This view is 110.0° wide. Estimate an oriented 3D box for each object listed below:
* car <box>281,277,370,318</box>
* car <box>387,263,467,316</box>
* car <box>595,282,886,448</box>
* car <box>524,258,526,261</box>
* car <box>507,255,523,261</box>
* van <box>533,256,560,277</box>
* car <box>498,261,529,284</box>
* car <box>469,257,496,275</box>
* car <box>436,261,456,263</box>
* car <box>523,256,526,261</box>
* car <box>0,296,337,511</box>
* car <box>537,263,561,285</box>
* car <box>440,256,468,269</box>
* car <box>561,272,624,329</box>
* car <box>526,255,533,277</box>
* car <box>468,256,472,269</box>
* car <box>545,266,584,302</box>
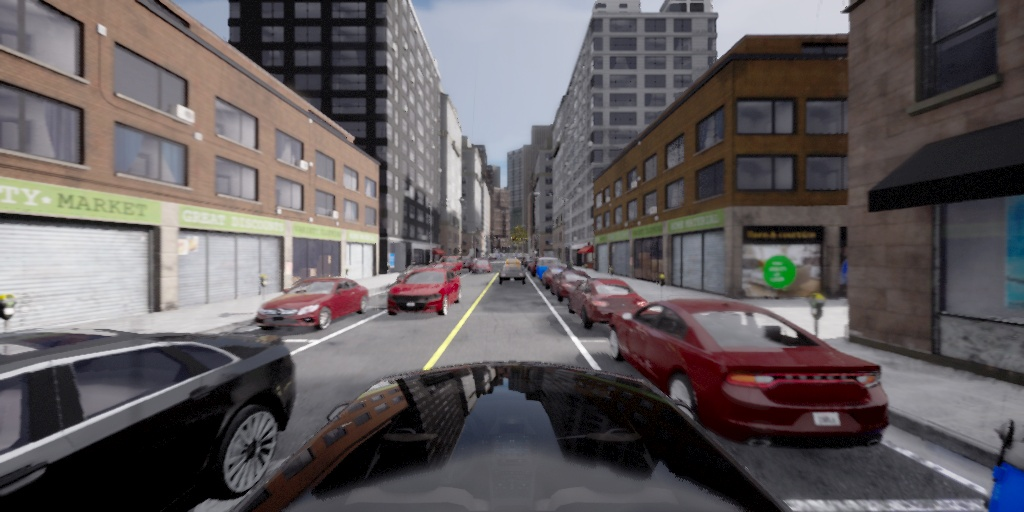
[{"bbox_3d":[-5.763,1.318,10.939,1.802,1.307,4.207,0,0,0],"label":"car"},{"bbox_3d":[-3.087,1.205,13.462,1.882,1.535,5.008,0,0,0],"label":"car"},{"bbox_3d":[2.763,1.291,5.379,1.888,1.381,4.507,0,0,0],"label":"car"},{"bbox_3d":[2.762,1.157,44.251,1.802,1.307,4.207,0,0,0],"label":"car"},{"bbox_3d":[0.093,1.032,47.985,1.882,1.535,5.008,0,0,0],"label":"car"},{"bbox_3d":[2.762,1.004,27.596,1.690,1.789,3.998,0,0,0],"label":"van"},{"bbox_3d":[0.034,1.273,25.959,1.895,1.301,4.718,0,0,1],"label":"car"},{"bbox_3d":[-3.024,1.137,37.279,1.812,1.442,4.674,0,0,0],"label":"car"},{"bbox_3d":[-5.763,1.245,27.600,1.802,1.307,4.207,0,0,0],"label":"car"},{"bbox_3d":[2.762,1.077,55.357,1.948,1.339,4.313,0,0,0],"label":"car"},{"bbox_3d":[-3.093,1.243,1.645,2.128,1.511,4.902,0,0,0],"label":"car"},{"bbox_3d":[2.762,1.275,22.044,1.802,1.307,4.207,0,0,0],"label":"car"},{"bbox_3d":[-5.763,0.948,33.151,2.192,1.841,5.009,0,0,0],"label":"car"},{"bbox_3d":[2.763,1.318,10.936,1.802,1.307,4.207,0,0,0],"label":"car"},{"bbox_3d":[2.762,0.948,33.147,2.192,1.841,5.009,0,0,0],"label":"car"},{"bbox_3d":[-5.763,0.889,44.256,2.192,1.841,5.009,0,0,0],"label":"car"},{"bbox_3d":[2.763,1.300,16.488,1.802,1.307,4.207,0,0,0],"label":"car"}]
